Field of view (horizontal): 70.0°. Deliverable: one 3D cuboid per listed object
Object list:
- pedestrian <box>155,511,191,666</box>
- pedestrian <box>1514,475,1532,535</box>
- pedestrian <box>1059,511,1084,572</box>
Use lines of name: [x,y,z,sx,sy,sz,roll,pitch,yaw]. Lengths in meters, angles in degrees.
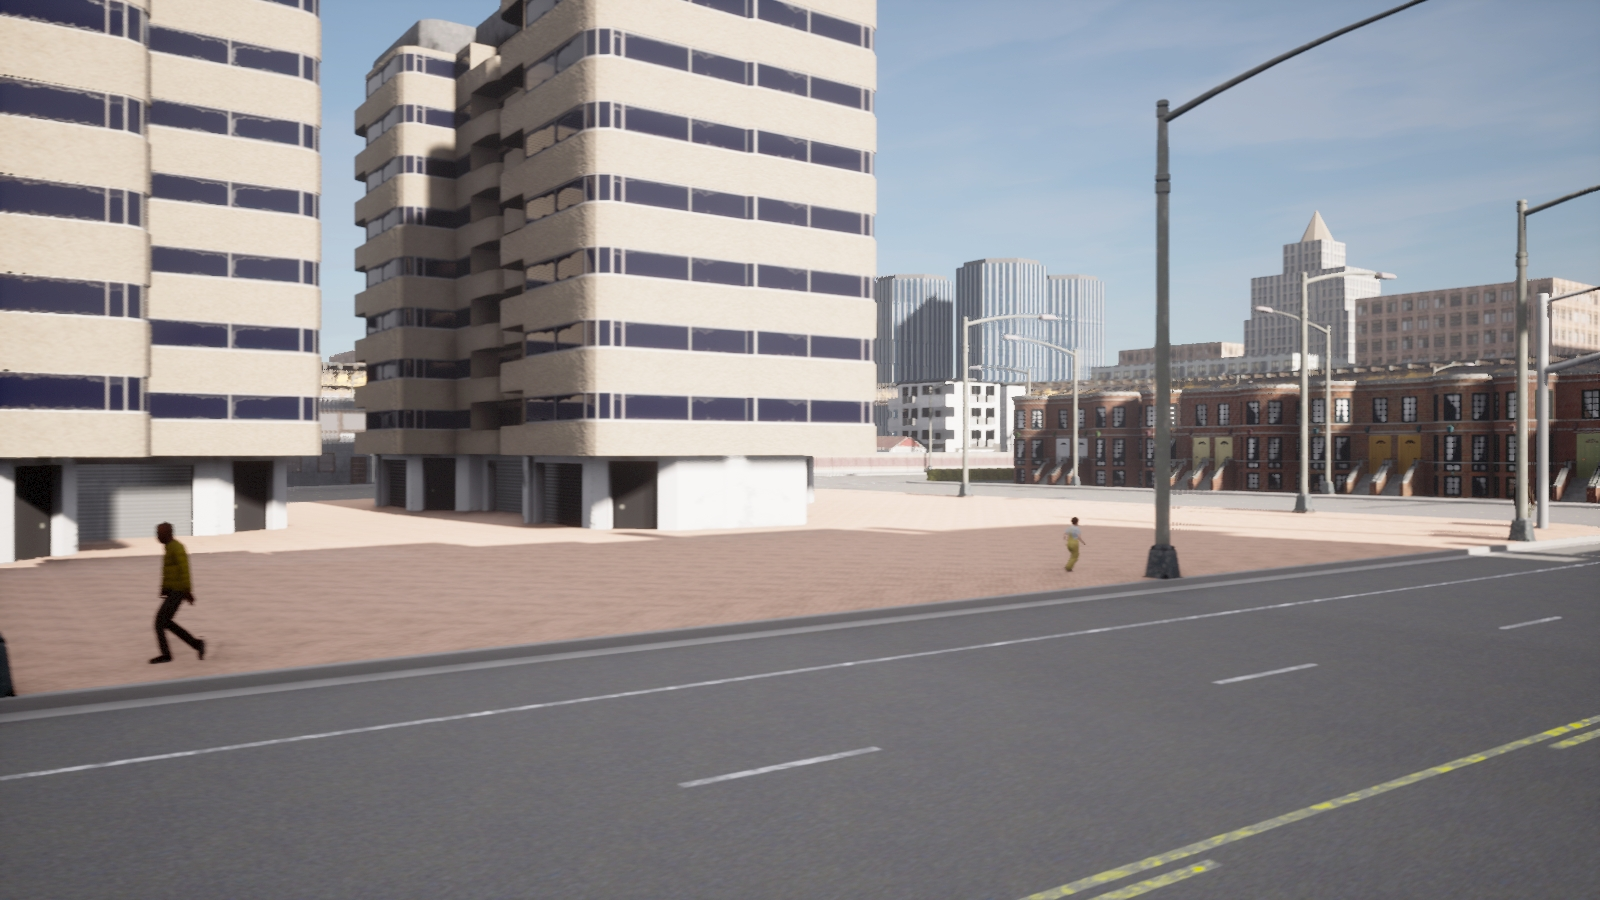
pedestrian: [-7.760,1.696,14.136,0.375,1.860,0.375,0,0,-31]
pedestrian: [22.408,1.697,35.395,0.375,1.860,0.375,0,0,-38]
pedestrian: [5.889,1.976,24.789,0.375,1.300,0.375,0,0,-29]
